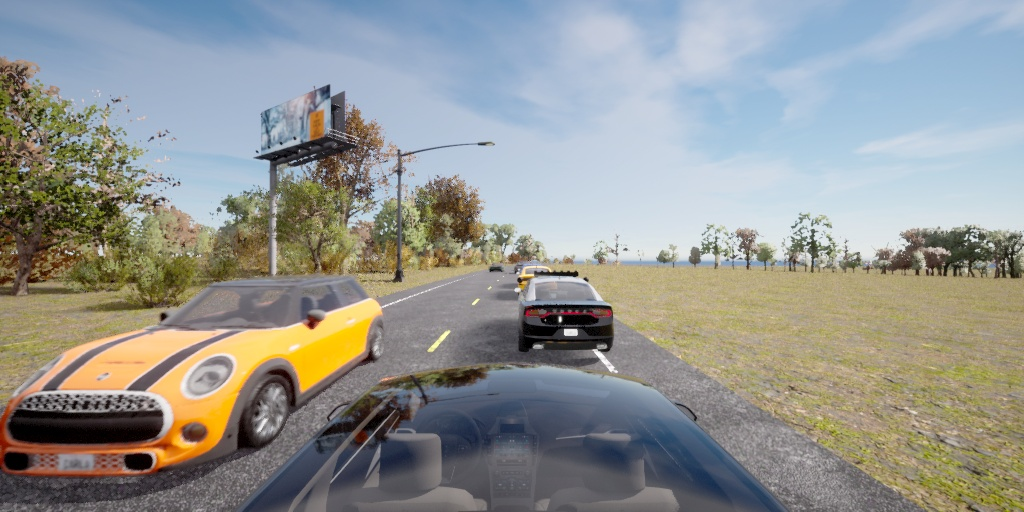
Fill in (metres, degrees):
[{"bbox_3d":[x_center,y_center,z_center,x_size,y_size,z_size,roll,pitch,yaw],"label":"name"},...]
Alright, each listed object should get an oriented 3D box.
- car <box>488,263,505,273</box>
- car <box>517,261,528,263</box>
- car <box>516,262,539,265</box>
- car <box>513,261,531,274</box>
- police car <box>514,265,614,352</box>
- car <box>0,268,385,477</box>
[{"bbox_3d":[-2.039,1.596,48.389,1.895,1.301,4.718,0,0,3],"label":"car"},{"bbox_3d":[1.421,1.295,24.902,1.882,1.535,5.008,0,0,2],"label":"car"},{"bbox_3d":[1.259,1.266,18.924,1.882,1.535,5.008,0,0,1],"label":"car"},{"bbox_3d":[1.326,1.466,45.966,2.128,1.511,4.902,0,0,4],"label":"car"},{"bbox_3d":[1.092,1.184,9.068,1.930,1.638,5.238,0,0,1],"label":"police car"},{"bbox_3d":[-3.567,1.104,5.190,2.097,1.767,4.553,0,0,0],"label":"car"}]
